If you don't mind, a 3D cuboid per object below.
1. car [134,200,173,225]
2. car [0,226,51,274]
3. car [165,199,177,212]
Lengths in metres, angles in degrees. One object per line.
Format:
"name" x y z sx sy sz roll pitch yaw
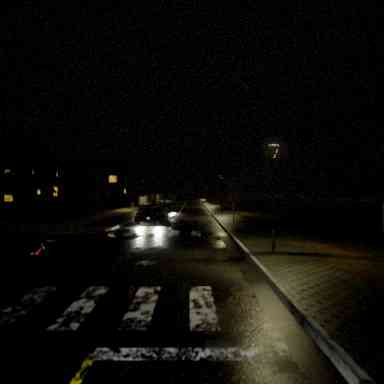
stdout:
"car" -2.801 1.547 23.920 1.994 1.385 4.181 0 0 3
"car" -6.511 1.365 8.491 5.357 1.411 2.033 5 0 -16
"car" -2.713 1.536 37.577 1.994 1.385 4.181 0 0 0
